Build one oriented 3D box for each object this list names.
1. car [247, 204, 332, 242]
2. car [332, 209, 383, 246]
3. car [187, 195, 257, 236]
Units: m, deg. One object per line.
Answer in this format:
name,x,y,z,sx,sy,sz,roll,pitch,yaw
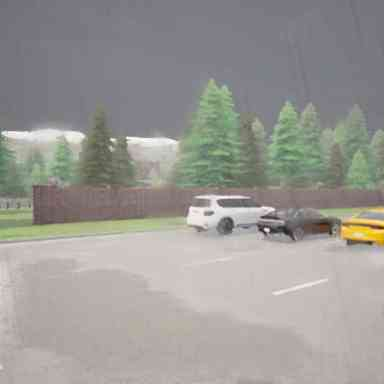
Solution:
car,5.325,1.470,16.209,4.902,1.511,2.128,0,0,-35
car,8.331,1.454,14.041,5.008,1.535,1.882,-1,0,-35
car,2.360,1.203,18.407,5.566,2.045,2.150,0,0,-35
